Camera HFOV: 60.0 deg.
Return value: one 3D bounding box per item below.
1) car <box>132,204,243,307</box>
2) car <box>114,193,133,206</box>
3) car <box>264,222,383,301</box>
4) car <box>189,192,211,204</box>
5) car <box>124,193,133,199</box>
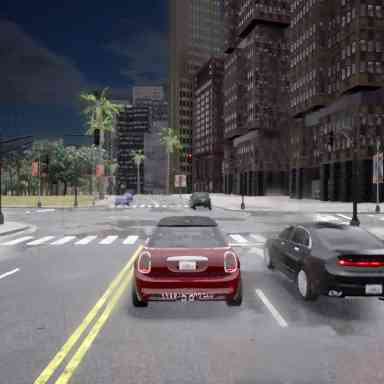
[{"bbox_3d":[-0.131,1.351,8.146,2.097,1.767,4.553,0,0,-1],"label":"car"},{"bbox_3d":[-9.910,1.256,47.619,1.812,1.442,4.674,0,1,-8],"label":"car"},{"bbox_3d":[3.159,1.501,8.307,1.837,1.490,4.892,0,-1,-1],"label":"car"},{"bbox_3d":[0.971,1.049,40.508,2.150,2.045,5.566,0,1,-6],"label":"car"},{"bbox_3d":[-15.205,0.873,79.287,1.994,1.385,4.181,0,1,-12],"label":"car"}]
